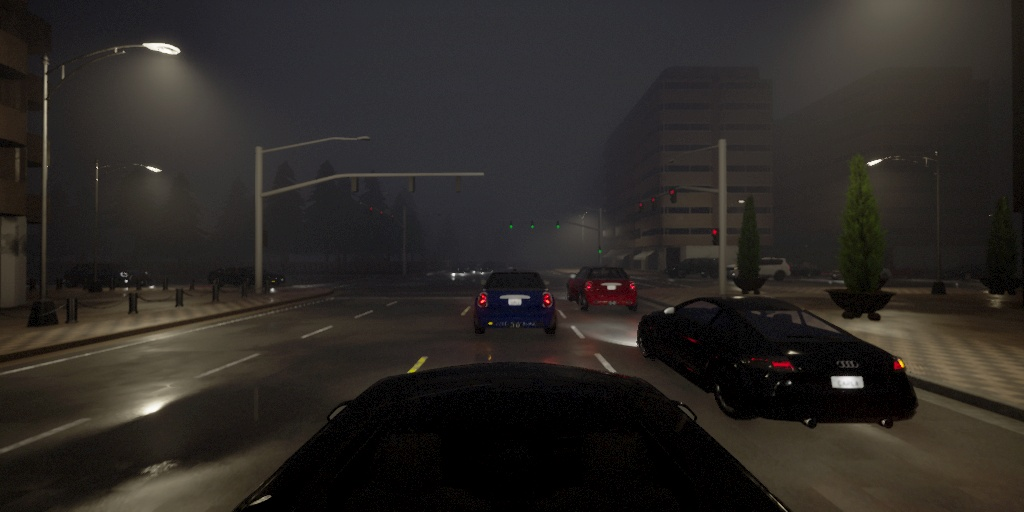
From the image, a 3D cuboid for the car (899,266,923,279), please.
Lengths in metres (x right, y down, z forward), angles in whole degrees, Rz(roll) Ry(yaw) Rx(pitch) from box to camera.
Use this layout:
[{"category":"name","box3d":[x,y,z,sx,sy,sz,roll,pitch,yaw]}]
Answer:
[{"category":"car","box3d":[38.216,1.604,36.270,4.718,1.301,1.895,0,0,0]}]

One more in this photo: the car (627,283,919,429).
[{"category":"car","box3d":[3.606,1.338,5.865,1.994,1.385,4.181,0,0,0]}]

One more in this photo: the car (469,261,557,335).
[{"category":"car","box3d":[0.088,1.153,10.870,2.097,1.767,4.553,0,0,0]}]

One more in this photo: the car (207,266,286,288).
[{"category":"car","box3d":[-18.683,1.442,25.344,4.892,1.490,1.837,0,0,0]}]

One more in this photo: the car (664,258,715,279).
[{"category":"car","box3d":[18.410,1.223,36.199,5.566,2.045,2.150,0,0,0]}]

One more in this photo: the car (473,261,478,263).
[{"category":"car","box3d":[-6.264,1.568,57.226,1.837,1.490,4.892,0,0,7]}]

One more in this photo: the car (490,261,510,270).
[{"category":"car","box3d":[-2.043,1.636,61.711,2.033,1.411,5.357,0,0,14]}]

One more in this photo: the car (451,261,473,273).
[{"category":"car","box3d":[-6.875,1.577,48.337,1.994,1.385,4.181,0,0,2]}]

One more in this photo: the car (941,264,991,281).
[{"category":"car","box3d":[42.119,1.461,32.776,5.008,1.535,1.882,0,0,0]}]

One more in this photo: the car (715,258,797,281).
[{"category":"car","box3d":[22.158,1.203,32.715,5.566,2.045,2.150,0,0,0]}]

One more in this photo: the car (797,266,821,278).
[{"category":"car","box3d":[28.170,1.603,36.237,4.718,1.301,1.895,0,0,0]}]

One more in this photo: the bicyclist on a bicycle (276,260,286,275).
[{"category":"bicyclist on a bicycle","box3d":[-25.624,1.320,39.799,0.582,1.620,1.656,0,0,0]}]

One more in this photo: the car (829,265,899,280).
[{"category":"car","box3d":[31.795,1.508,32.749,4.674,1.442,1.812,0,0,0]}]

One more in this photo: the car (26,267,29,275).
[{"category":"car","box3d":[-51.666,1.487,35.906,4.902,1.511,2.128,0,0,0]}]

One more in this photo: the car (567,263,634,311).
[{"category":"car","box3d":[3.606,1.177,15.095,2.097,1.767,4.553,0,0,0]}]

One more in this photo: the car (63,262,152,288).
[{"category":"car","box3d":[-28.403,1.289,25.304,4.553,1.767,2.097,0,0,0]}]
